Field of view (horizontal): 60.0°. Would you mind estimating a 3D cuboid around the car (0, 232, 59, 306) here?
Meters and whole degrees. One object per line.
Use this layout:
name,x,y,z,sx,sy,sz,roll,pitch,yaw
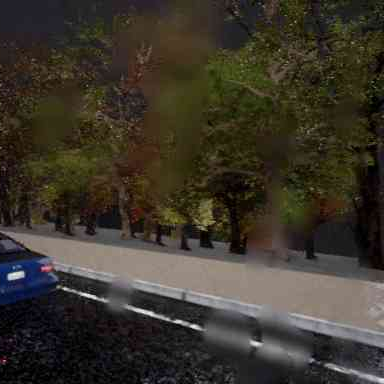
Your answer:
car,-5.201,1.579,7.526,5.357,1.411,2.033,0,0,36
